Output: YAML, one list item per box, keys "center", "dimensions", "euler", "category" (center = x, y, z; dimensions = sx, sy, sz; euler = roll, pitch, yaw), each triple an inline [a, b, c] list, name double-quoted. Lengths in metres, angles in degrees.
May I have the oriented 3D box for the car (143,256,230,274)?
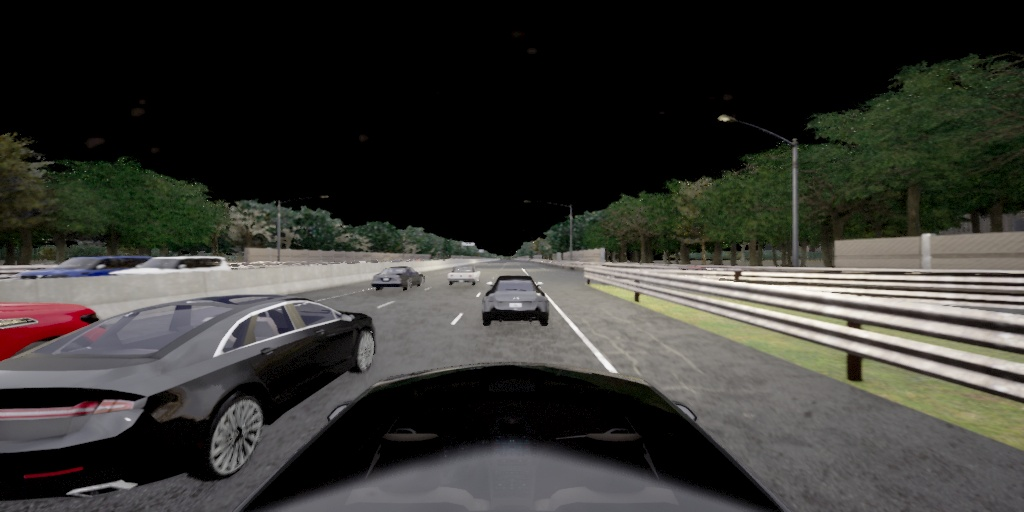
- center: [-17.567, 1.005, 18.754]
  dimensions: [2.150, 2.045, 5.566]
  euler: [0, 0, 0]
  category: "car"

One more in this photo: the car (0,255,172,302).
- center: [-21.070, 1.003, 18.265]
  dimensions: [2.150, 2.045, 5.566]
  euler: [0, 0, 0]
  category: "car"

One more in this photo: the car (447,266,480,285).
- center: [-3.402, 1.403, 26.257]
  dimensions: [1.895, 1.301, 4.718]
  euler: [0, 0, 0]
  category: "car"

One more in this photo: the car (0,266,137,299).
- center: [-24.558, 1.332, 19.789]
  dimensions: [2.033, 1.411, 5.357]
  euler: [0, 0, 0]
  category: "car"

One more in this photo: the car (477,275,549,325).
- center: [0.100, 1.328, 11.888]
  dimensions: [1.994, 1.385, 4.181]
  euler: [0, 0, 0]
  category: "car"

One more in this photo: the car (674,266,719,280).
- center: [12.869, 1.460, 26.579]
  dimensions: [1.812, 1.442, 4.674]
  euler: [1, 0, -23]
  category: "car"

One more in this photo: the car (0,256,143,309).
- center: [-6.900, 0.973, 2.834]
  dimensions: [2.150, 2.045, 5.566]
  euler: [0, 0, 0]
  category: "car"

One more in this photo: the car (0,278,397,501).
- center: [-3.400, 1.245, 4.667]
  dimensions: [2.128, 1.511, 4.902]
  euler: [0, 0, 0]
  category: "car"

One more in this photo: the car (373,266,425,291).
- center: [-6.901, 1.338, 22.150]
  dimensions: [2.033, 1.411, 5.357]
  euler: [0, 0, 0]
  category: "car"
